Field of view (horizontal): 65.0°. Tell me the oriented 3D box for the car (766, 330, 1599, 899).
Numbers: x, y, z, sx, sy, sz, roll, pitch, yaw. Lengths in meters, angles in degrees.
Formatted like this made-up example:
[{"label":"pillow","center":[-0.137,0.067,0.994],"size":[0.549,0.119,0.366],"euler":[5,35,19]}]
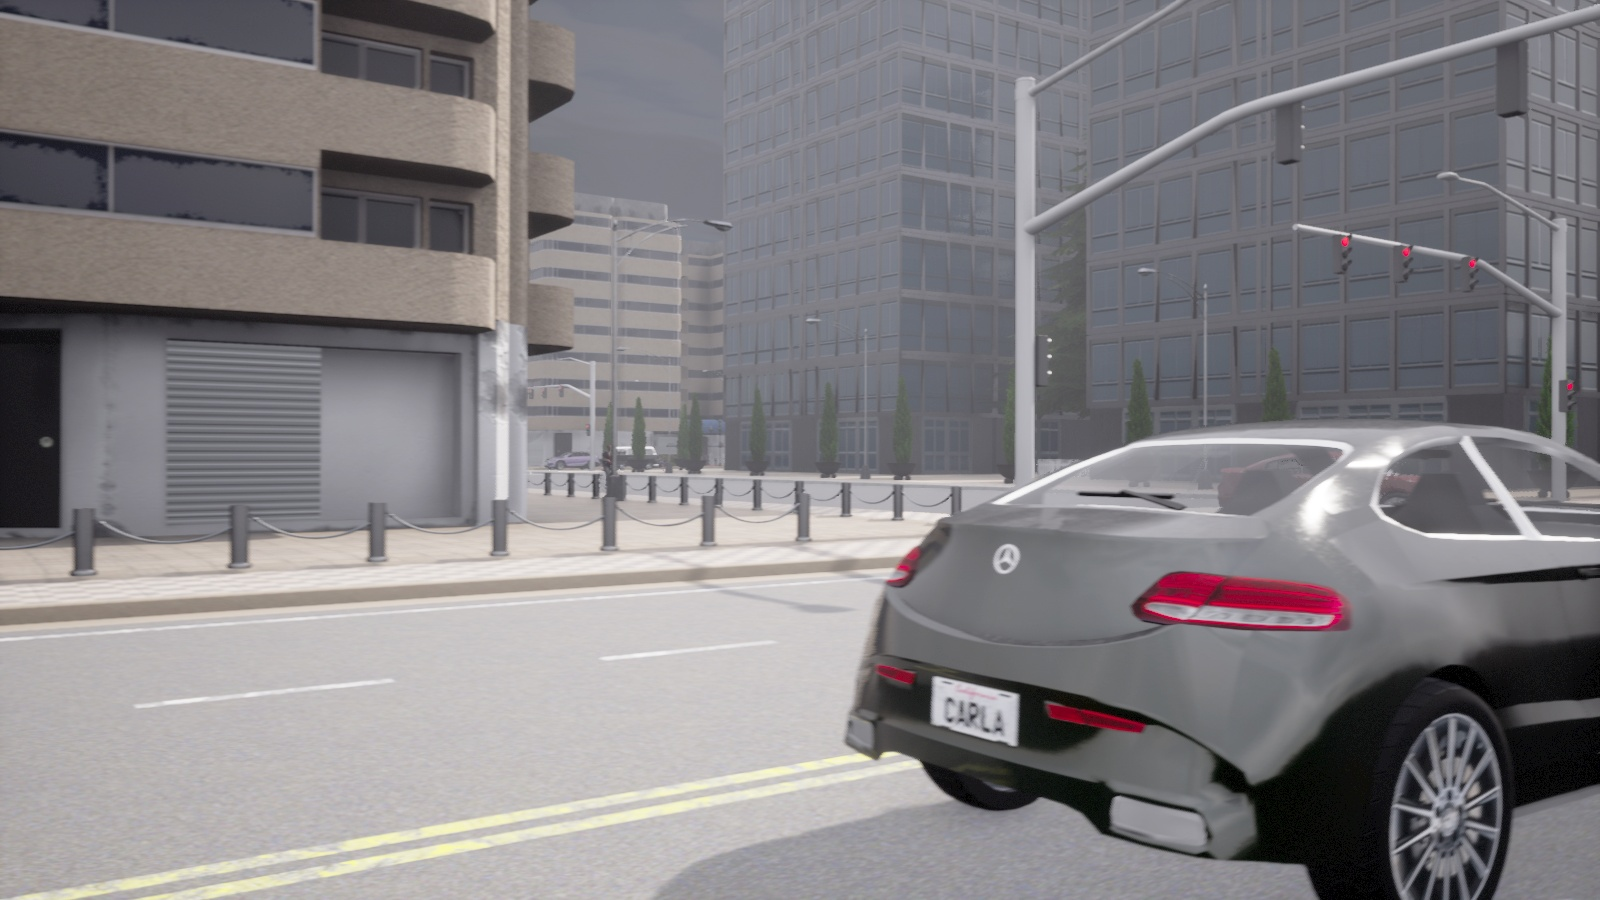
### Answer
[{"label":"car","center":[2.547,0.531,5.432],"size":[5.027,1.651,2.152],"euler":[0,0,-35]}]
